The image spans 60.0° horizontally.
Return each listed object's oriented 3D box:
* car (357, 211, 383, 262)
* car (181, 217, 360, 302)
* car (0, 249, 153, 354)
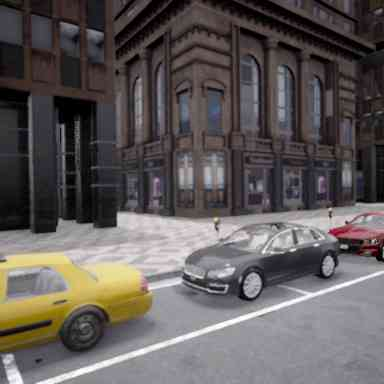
[{"bbox_3d":[6.359,1.335,11.200,4.507,1.381,1.887,-1,1,-36],"label":"car"},{"bbox_3d":[1.795,1.442,7.936,4.403,1.369,2.008,-1,1,-36],"label":"car"},{"bbox_3d":[-2.918,1.522,4.566,4.829,1.417,1.752,-1,1,-36],"label":"car"}]
